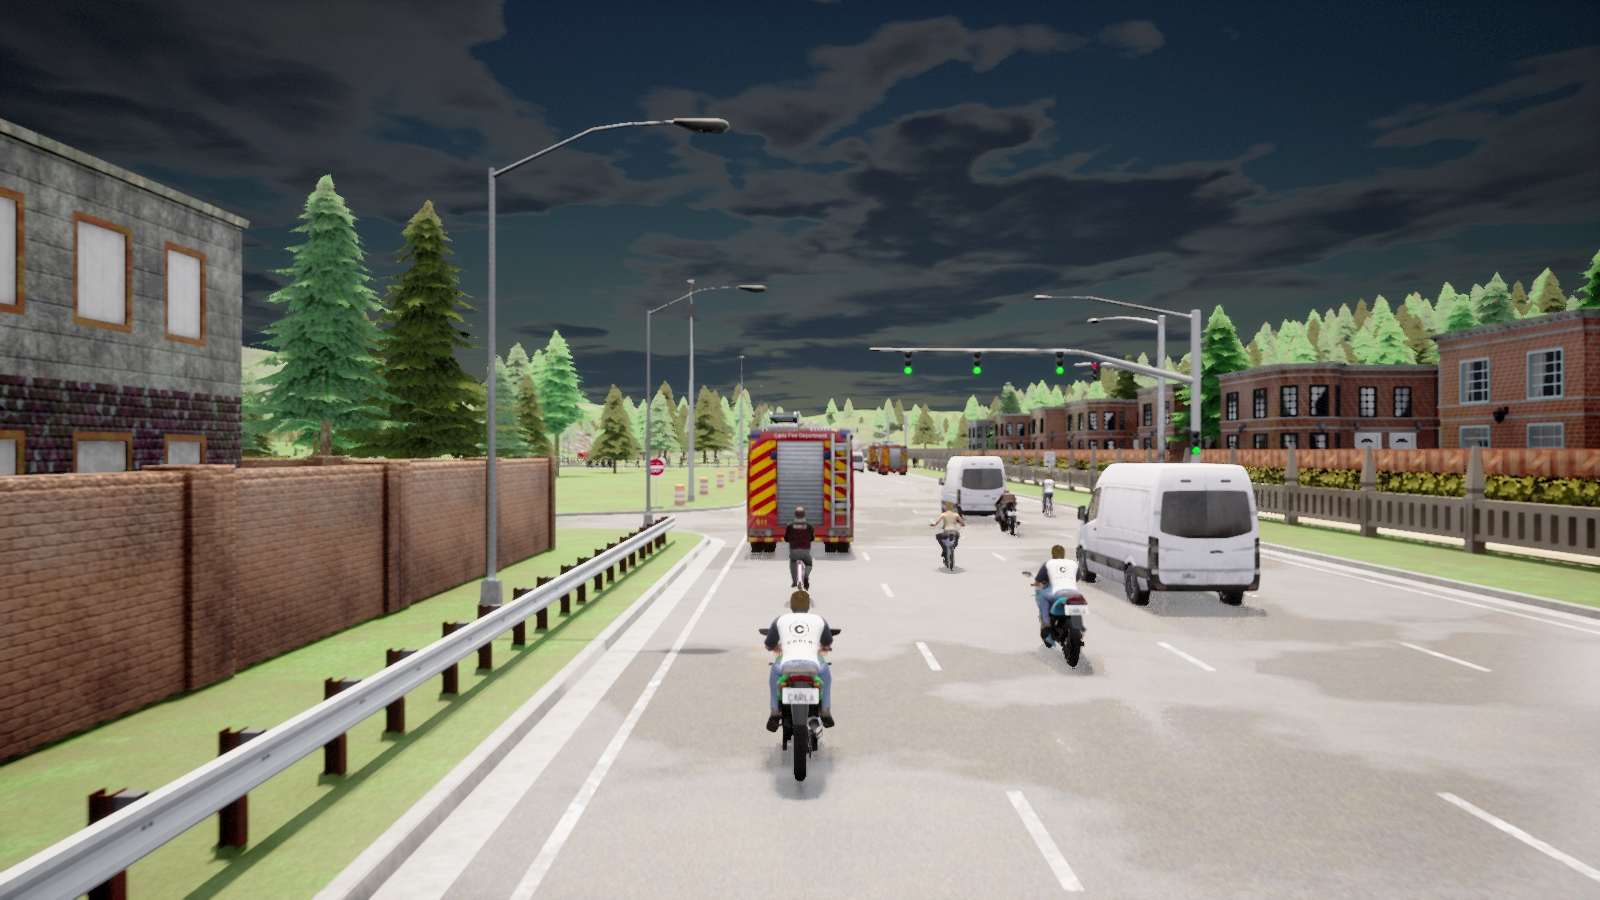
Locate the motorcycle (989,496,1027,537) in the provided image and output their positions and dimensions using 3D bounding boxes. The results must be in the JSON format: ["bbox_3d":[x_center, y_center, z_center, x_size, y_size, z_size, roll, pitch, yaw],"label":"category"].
[{"bbox_3d":[7.000,2.214,38.569,0.867,1.251,2.209,0,0,0],"label":"motorcycle"}]

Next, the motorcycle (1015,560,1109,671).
[{"bbox_3d":[3.500,2.191,15.443,0.803,1.199,2.033,0,0,0],"label":"motorcycle"}]

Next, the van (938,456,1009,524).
[{"bbox_3d":[6.995,1.546,46.679,1.988,2.561,5.915,0,0,0],"label":"van"}]

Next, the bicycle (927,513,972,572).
[{"bbox_3d":[3.500,2.164,26.907,0.859,1.277,1.487,0,0,0],"label":"bicycle"}]

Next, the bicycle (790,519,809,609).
[{"bbox_3d":[-0.006,2.065,21.128,0.329,1.471,1.835,0,0,0],"label":"bicycle"}]

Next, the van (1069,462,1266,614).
[{"bbox_3d":[6.996,1.540,22.561,1.988,2.561,5.915,0,0,0],"label":"van"}]

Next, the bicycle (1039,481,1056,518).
[{"bbox_3d":[10.454,2.068,48.283,0.373,1.496,1.643,0,0,0],"label":"bicycle"}]

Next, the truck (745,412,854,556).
[{"bbox_3d":[-0.004,0.899,34.604,2.891,3.827,8.468,0,0,0],"label":"truck"}]

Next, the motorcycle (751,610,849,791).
[{"bbox_3d":[0.000,2.189,10.344,0.803,1.199,2.033,0,0,0],"label":"motorcycle"}]
